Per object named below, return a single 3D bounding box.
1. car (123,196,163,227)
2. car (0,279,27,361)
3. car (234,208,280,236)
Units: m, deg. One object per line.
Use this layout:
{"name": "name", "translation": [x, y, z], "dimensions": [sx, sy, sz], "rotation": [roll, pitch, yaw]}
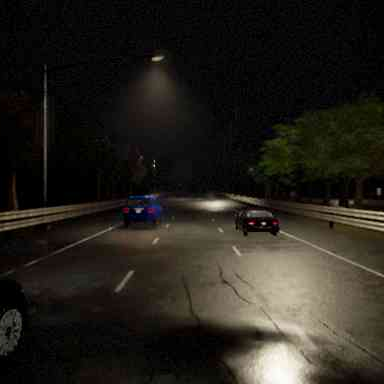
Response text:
{"name": "car", "translation": [-3.373, 1.324, 23.643], "dimensions": [2.150, 2.045, 5.566], "rotation": [0, 0, 0]}
{"name": "car", "translation": [-3.396, 1.514, 3.082], "dimensions": [2.128, 1.511, 4.902], "rotation": [0, 0, 0]}
{"name": "car", "translation": [3.621, 1.647, 19.301], "dimensions": [2.033, 1.411, 5.357], "rotation": [0, 0, 0]}
